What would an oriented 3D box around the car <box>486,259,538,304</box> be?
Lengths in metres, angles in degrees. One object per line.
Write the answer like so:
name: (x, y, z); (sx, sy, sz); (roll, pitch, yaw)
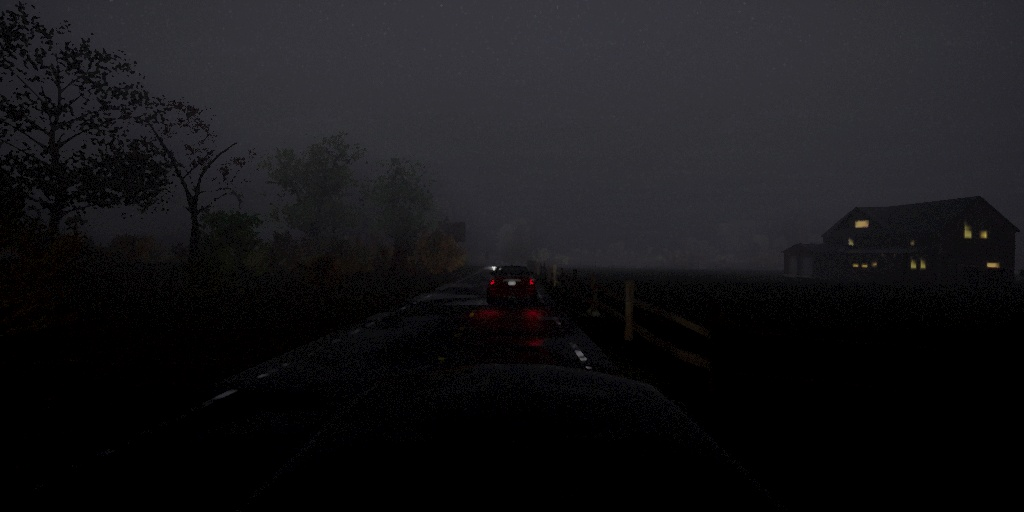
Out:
car: (0.000, 1.111, 16.472); (2.097, 1.767, 4.553); (0, 0, 0)
